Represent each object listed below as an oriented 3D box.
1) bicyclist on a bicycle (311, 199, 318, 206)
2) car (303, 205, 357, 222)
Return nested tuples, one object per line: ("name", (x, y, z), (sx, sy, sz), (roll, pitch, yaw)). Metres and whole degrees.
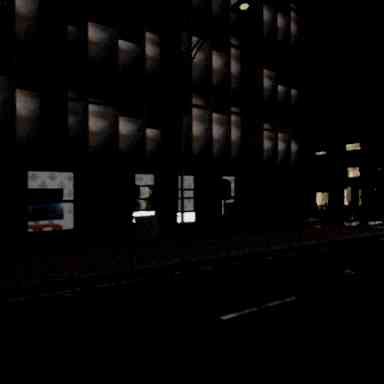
("bicyclist on a bicycle", (15.099, 1.690, 40.959), (1.656, 1.620, 0.582), (-1, 0, -37))
("car", (12.042, 1.896, 30.463), (2.033, 1.411, 5.357), (0, -1, -37))
